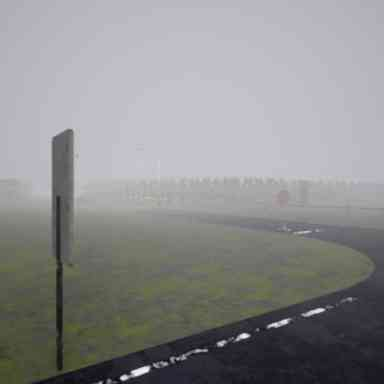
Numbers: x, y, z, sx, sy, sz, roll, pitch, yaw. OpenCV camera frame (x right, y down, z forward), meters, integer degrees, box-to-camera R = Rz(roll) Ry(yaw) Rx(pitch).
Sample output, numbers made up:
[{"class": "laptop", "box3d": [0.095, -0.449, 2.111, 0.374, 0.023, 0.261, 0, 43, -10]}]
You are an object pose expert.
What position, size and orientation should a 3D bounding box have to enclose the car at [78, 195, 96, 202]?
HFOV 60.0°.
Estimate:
[{"class": "car", "box3d": [-19.312, 1.188, 60.748, 1.895, 1.301, 4.718, 0, 0, -36]}]
